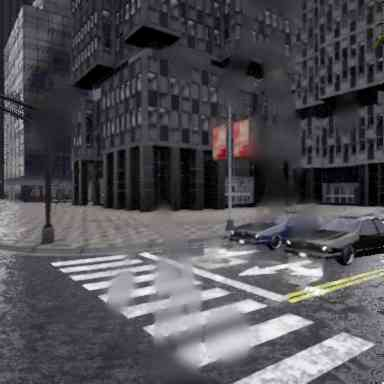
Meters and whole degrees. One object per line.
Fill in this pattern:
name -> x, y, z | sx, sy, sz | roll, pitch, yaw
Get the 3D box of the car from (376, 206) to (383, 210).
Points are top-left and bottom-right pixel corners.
car -> 12.322, 1.586, 20.447 | 5.357, 1.411, 2.033 | 0, 0, -35

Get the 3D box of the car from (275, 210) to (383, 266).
car -> 5.698, 1.559, 11.707 | 5.357, 1.411, 2.033 | 0, 0, -32

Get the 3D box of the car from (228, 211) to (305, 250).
car -> 4.118, 1.564, 14.603 | 5.357, 1.411, 2.033 | 0, 0, -35
